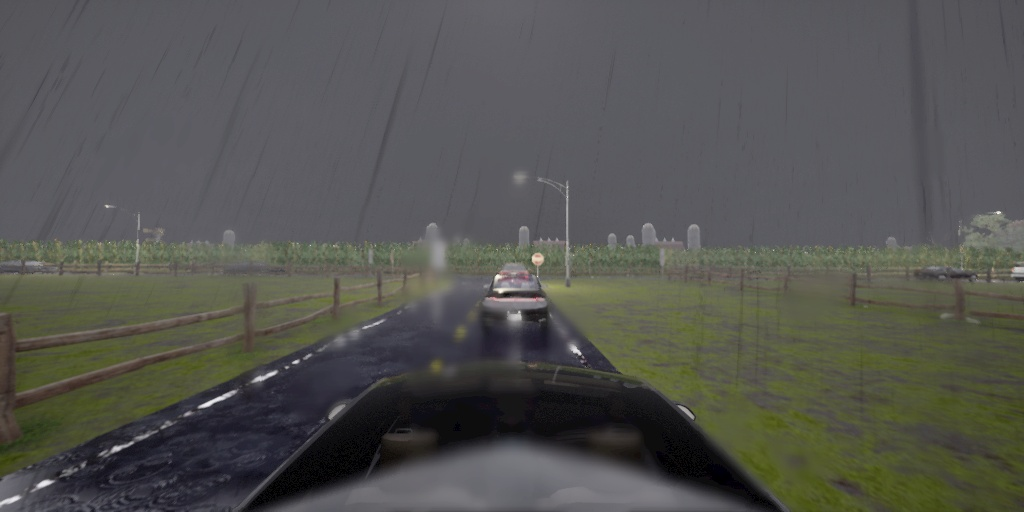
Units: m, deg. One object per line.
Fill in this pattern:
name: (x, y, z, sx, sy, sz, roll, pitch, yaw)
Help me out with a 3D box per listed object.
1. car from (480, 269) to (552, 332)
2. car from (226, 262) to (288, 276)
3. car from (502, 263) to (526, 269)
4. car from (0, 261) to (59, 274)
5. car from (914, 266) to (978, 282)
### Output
car: (0.104, 1.301, 11.030, 2.128, 1.511, 4.902, 0, -1, 0)
car: (-26.186, 1.325, 36.876, 5.357, 1.411, 2.033, 0, -1, 0)
car: (0.162, 1.245, 23.962, 2.097, 1.767, 4.553, 0, 0, 2)
car: (-50.374, 1.180, 37.109, 5.357, 1.411, 2.033, 0, -1, 1)
car: (44.170, 1.804, 36.504, 5.008, 1.535, 1.882, 1, -1, 1)
